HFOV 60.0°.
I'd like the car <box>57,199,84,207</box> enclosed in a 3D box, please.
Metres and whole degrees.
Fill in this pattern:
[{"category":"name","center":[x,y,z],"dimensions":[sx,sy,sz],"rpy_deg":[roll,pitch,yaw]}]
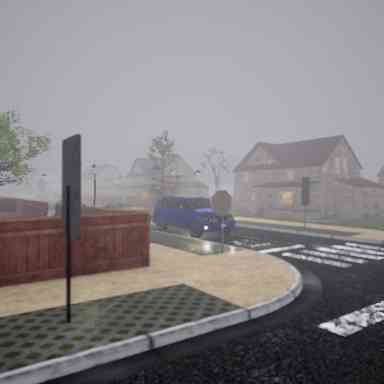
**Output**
[{"category":"car","center":[-13.736,1.391,37.481],"dimensions":[1.882,1.535,5.008],"rpy_deg":[0,0,-35]}]

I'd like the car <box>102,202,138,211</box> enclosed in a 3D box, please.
[{"category":"car","center":[-5.838,1.534,26.406],"dimensions":[1.994,1.385,4.181],"rpy_deg":[0,0,-36]}]

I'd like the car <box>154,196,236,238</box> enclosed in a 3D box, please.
[{"category":"car","center":[-0.058,1.239,18.262],"dimensions":[2.150,2.045,5.566],"rpy_deg":[0,0,-36]}]
